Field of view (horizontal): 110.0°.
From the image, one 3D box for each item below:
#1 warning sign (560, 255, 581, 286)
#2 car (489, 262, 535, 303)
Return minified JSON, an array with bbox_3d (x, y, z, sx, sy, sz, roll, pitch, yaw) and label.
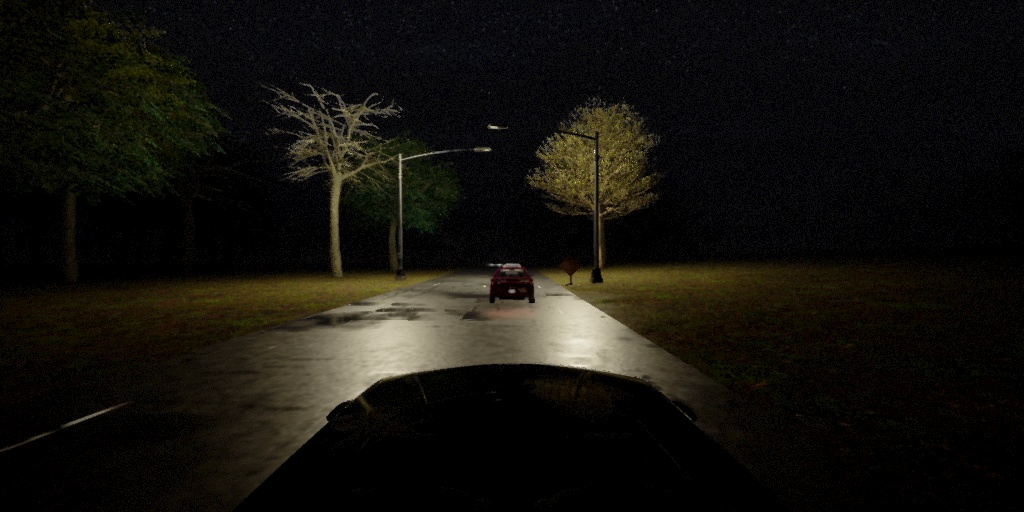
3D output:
[{"bbox_3d":[3.550,0.845,21.528,1.300,1.860,1.060,0,0,0],"label":"warning sign"},{"bbox_3d":[0.000,1.226,16.508,1.882,1.535,5.008,0,0,0],"label":"car"}]
